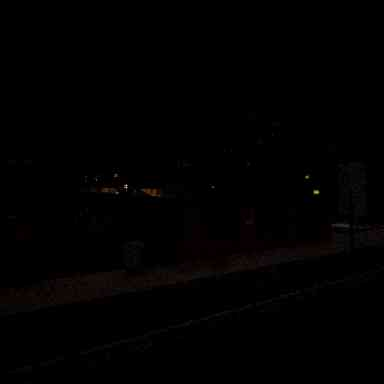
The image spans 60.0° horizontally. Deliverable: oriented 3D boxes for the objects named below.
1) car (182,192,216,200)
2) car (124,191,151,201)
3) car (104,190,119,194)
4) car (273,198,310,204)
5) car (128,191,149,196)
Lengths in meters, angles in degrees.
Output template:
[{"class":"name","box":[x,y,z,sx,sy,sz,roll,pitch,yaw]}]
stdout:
[{"class":"car","box":[0.694,0.857,33.099,2.097,1.767,4.553,-2,2,-35]},{"class":"car","box":[-8.482,0.589,51.606,2.033,1.411,5.357,-2,2,-35]},{"class":"car","box":[-14.880,0.324,60.855,2.128,1.511,4.902,-2,2,-35]},{"class":"car","box":[7.349,1.248,23.456,1.837,1.490,4.892,-2,2,-35]},{"class":"car","box":[-6.807,0.771,44.032,1.812,1.442,4.674,-2,2,-35]}]
